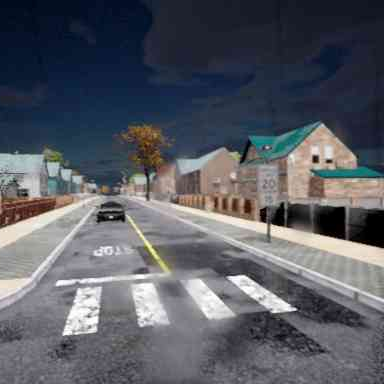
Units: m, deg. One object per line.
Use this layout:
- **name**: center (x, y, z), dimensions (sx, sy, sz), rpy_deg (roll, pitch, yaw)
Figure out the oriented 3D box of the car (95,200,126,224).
- **car**: center (-5.860, 1.343, 24.045), dimensions (1.882, 1.535, 5.008), rpy_deg (-1, 1, -14)
